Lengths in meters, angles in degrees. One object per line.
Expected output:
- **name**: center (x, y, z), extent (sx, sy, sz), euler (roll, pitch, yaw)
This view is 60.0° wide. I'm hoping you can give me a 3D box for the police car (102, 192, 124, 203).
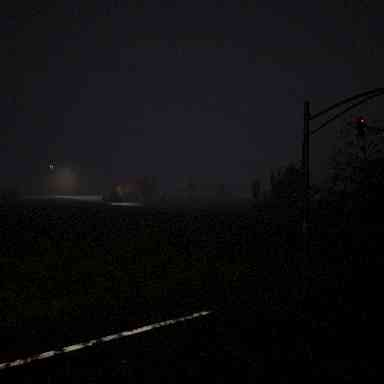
- **police car**: center (-11.805, 0.821, 49.790), extent (2.038, 1.542, 4.974), euler (1, 0, -32)
